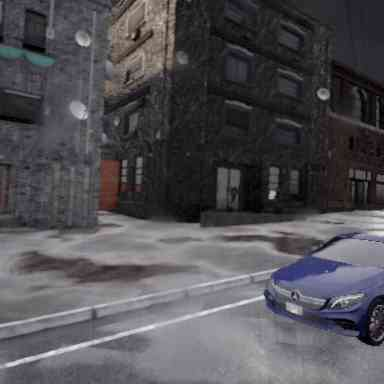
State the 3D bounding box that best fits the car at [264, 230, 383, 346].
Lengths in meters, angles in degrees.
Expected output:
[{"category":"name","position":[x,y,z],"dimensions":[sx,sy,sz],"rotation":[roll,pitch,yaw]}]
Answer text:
[{"category":"car","position":[3.462,1.526,6.463],"dimensions":[4.674,1.442,1.812],"rotation":[0,0,-36]}]
